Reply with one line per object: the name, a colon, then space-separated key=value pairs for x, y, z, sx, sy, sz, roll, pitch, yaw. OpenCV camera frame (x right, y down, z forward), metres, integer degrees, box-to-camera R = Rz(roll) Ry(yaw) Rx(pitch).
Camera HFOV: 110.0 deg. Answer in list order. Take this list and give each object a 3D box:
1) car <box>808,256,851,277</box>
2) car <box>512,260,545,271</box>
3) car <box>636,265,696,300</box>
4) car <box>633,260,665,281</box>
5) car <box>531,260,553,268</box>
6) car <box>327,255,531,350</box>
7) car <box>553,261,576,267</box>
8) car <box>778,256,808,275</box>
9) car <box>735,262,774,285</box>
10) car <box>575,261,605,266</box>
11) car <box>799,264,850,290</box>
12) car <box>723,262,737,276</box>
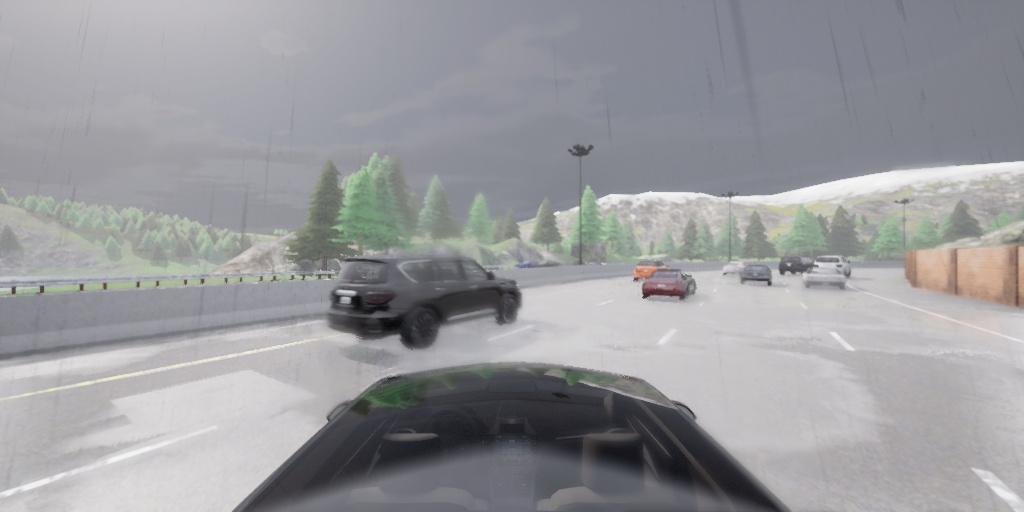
car: x=29.692 y=1.016 z=33.275 sx=5.566 sy=2.045 sz=2.150 roll=0 pitch=0 yaw=-41
car: x=2.441 y=1.305 z=51.276 sx=1.882 sy=1.535 sz=5.008 roll=0 pitch=0 yaw=44
car: x=7.948 y=1.337 z=18.038 sx=1.994 sy=1.385 sz=4.181 roll=0 pitch=0 yaw=34
car: x=11.676 y=1.142 z=29.544 sx=2.097 sy=1.767 sz=4.553 roll=0 pitch=0 yaw=37
car: x=4.528 y=1.299 z=48.389 sx=1.882 sy=1.535 sz=5.008 roll=0 pitch=0 yaw=44
car: x=-1.905 y=0.986 z=9.529 sx=2.150 sy=2.045 sz=5.566 roll=0 pitch=0 yaw=34
car: x=7.973 y=1.347 z=46.944 sx=1.837 sy=1.490 sz=4.892 roll=0 pitch=0 yaw=45
car: x=30.790 y=1.023 z=38.623 sx=5.566 sy=2.045 sz=2.150 roll=0 pitch=0 yaw=-36
car: x=18.116 y=1.332 z=26.524 sx=2.033 sy=1.411 sz=5.357 roll=0 pitch=0 yaw=36
car: x=10.082 y=1.378 z=44.083 sx=1.994 sy=1.385 sz=4.181 roll=0 pitch=0 yaw=44
car: x=19.954 y=1.380 z=23.065 sx=1.895 sy=1.301 sz=4.718 roll=0 pitch=0 yaw=37
car: x=23.372 y=1.326 z=37.033 sx=4.674 sy=1.442 sz=1.812 roll=0 pitch=-1 yaw=-43
